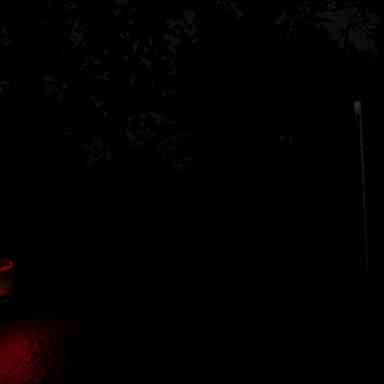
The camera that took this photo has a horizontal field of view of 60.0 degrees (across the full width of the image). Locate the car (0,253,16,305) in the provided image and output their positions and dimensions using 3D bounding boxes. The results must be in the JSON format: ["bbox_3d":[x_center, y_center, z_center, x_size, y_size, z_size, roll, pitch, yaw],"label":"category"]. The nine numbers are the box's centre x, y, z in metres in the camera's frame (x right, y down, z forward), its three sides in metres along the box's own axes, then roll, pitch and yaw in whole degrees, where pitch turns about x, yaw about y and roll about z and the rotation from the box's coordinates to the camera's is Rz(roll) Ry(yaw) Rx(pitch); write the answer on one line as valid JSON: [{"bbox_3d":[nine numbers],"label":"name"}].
[{"bbox_3d":[-5.599,1.498,6.835,5.008,1.535,1.882,0,0,35],"label":"car"}]
